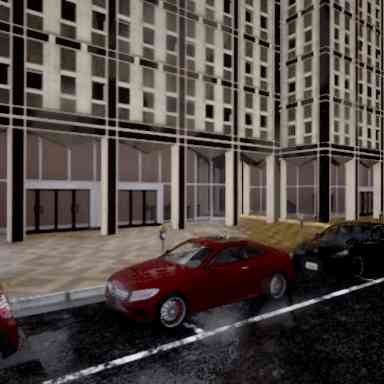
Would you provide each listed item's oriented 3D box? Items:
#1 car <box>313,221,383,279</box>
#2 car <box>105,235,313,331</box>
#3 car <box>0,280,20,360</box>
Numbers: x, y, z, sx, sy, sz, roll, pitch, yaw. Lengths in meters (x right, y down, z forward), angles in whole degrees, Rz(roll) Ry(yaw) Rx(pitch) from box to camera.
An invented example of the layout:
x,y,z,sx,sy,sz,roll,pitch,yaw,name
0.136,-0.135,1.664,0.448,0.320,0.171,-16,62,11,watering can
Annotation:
x,y,z,sx,sy,sz,roll,pitch,yaw,name
4.959,1.598,10.114,4.313,1.339,1.947,0,0,-36,car
0.364,1.596,6.827,4.206,1.307,1.802,0,0,-36,car
-4.229,1.436,3.541,4.097,1.590,1.967,0,0,-36,car
